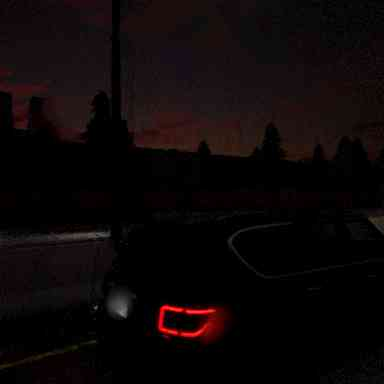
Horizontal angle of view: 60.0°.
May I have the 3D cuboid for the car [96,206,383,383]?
[{"bbox_3d":[1.486,1.222,4.810,5.566,2.045,2.150,0,0,-35],"label":"car"}]
